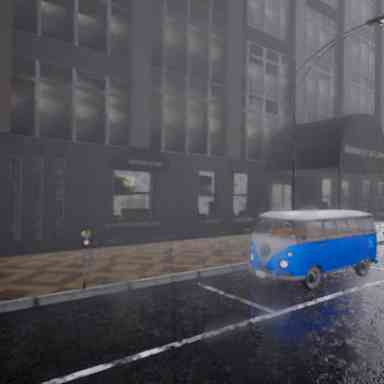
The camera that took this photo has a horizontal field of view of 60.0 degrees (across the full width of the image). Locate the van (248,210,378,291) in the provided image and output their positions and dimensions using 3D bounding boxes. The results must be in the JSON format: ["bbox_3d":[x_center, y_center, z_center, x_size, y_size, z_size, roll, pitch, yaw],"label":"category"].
[{"bbox_3d":[3.310,1.387,8.903,3.998,1.788,1.690,0,1,-35],"label":"van"}]
